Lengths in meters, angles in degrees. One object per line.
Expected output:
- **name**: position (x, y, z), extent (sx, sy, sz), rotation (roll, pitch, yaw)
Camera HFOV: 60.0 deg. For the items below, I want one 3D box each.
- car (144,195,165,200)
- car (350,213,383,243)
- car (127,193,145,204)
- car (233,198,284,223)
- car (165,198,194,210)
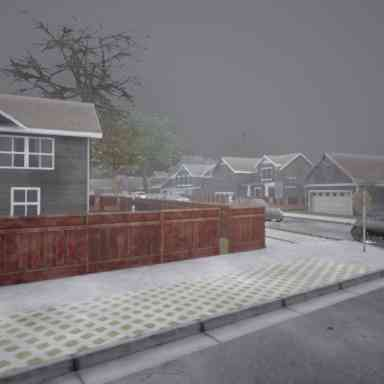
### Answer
- **car**: position (-5.202, 1.403, 51.006), extent (1.895, 1.301, 4.718), rotation (0, 0, -28)
- **car**: position (8.669, 1.536, 13.585), extent (1.994, 1.385, 4.181), rotation (0, 0, -21)
- **car**: position (-8.230, 1.333, 50.724), extent (2.033, 1.411, 5.357), rotation (0, 0, -28)
- **car**: position (4.507, 1.267, 23.879), extent (2.097, 1.767, 4.553), rotation (0, 0, -23)
- **car**: position (-0.926, 1.379, 35.949), extent (1.812, 1.442, 4.674), rotation (0, 0, -25)
